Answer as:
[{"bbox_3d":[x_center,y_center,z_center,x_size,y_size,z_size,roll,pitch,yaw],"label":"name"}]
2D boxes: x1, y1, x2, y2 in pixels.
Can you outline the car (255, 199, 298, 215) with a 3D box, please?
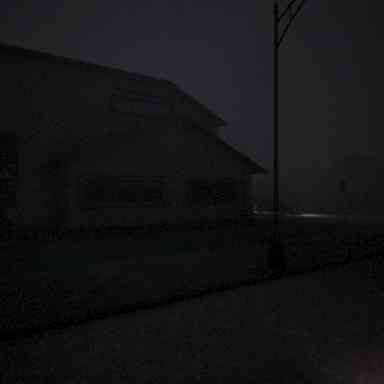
[{"bbox_3d":[8.738,1.505,34.784,1.837,1.490,4.892,0,0,-35],"label":"car"}]
